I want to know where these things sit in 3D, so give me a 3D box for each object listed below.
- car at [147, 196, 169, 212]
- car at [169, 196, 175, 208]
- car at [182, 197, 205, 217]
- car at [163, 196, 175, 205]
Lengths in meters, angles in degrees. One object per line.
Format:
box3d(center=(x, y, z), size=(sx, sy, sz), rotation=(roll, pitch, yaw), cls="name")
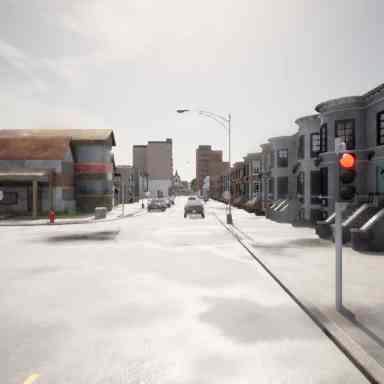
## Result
box3d(center=(-4.090, 1.505, 39.237), size=(1.837, 1.490, 4.892), rotation=(0, 0, 0), cls="car")
box3d(center=(-4.079, 1.547, 48.987), size=(2.033, 1.411, 5.357), rotation=(0, 0, 0), cls="car")
box3d(center=(0.166, 1.525, 31.761), size=(1.812, 1.442, 4.674), rotation=(0, 0, -1), cls="car")
box3d(center=(-4.041, 1.525, 58.792), size=(1.812, 1.442, 4.674), rotation=(0, 0, 1), cls="car")
